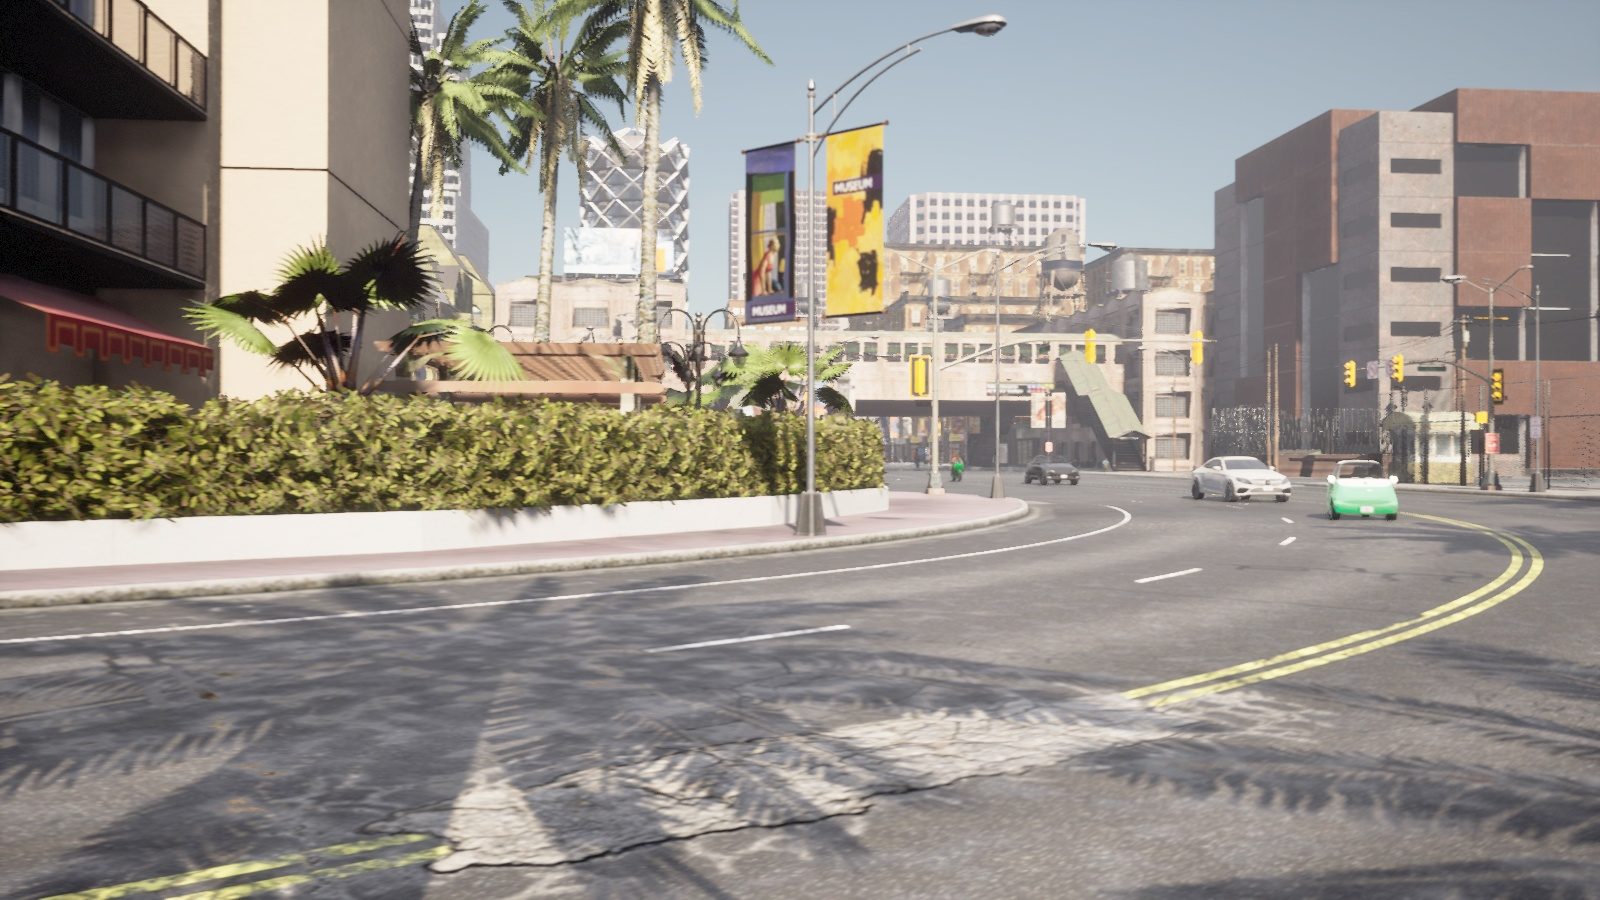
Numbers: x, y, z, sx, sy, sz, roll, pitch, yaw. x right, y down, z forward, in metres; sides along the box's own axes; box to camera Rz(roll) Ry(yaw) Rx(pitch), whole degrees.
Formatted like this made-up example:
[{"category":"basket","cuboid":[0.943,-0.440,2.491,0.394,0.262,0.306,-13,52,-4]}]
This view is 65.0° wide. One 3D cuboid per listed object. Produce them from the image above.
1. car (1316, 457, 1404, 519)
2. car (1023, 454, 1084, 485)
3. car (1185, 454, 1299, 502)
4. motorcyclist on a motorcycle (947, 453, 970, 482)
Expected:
[{"category":"car","cuboid":[12.907,0.858,29.048,1.481,1.376,2.207,0,0,13]},{"category":"car","cuboid":[12.385,0.922,61.605,1.816,1.474,4.193,0,0,-5]},{"category":"car","cuboid":[14.154,0.862,40.491,1.812,1.442,4.674,0,0,-3]},{"category":"motorcyclist on a motorcycle","cuboid":[8.408,0.917,66.821,0.797,1.523,2.044,0,0,-5]}]
